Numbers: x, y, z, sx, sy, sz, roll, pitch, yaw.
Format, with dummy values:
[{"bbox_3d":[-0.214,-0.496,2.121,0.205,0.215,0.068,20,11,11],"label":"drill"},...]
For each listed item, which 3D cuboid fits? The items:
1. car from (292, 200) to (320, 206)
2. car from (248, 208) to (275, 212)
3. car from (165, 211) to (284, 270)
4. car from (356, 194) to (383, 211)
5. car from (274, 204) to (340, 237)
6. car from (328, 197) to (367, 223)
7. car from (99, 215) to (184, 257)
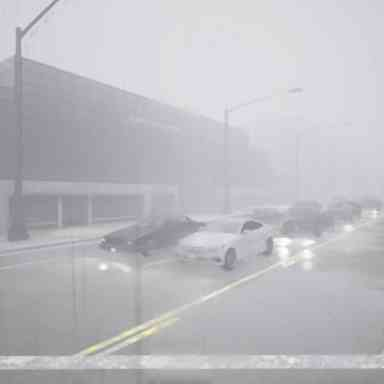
[{"bbox_3d":[10.007,1.457,29.195,1.882,1.535,5.008,-1,1,37],"label":"car"},{"bbox_3d":[4.424,1.711,21.641,1.895,1.301,4.718,-1,0,37],"label":"car"},{"bbox_3d":[1.376,1.616,11.615,1.812,1.442,4.674,-1,-1,36],"label":"car"},{"bbox_3d":[19.449,1.261,36.074,1.994,1.385,4.181,-1,1,37],"label":"car"},{"bbox_3d":[6.556,1.644,18.619,1.994,1.385,4.181,-1,0,37],"label":"car"},{"bbox_3d":[11.878,1.444,25.837,1.882,1.535,5.008,-1,1,36],"label":"car"},{"bbox_3d":[-1.229,1.684,14.004,2.033,1.411,5.357,-1,-1,36],"label":"car"}]
